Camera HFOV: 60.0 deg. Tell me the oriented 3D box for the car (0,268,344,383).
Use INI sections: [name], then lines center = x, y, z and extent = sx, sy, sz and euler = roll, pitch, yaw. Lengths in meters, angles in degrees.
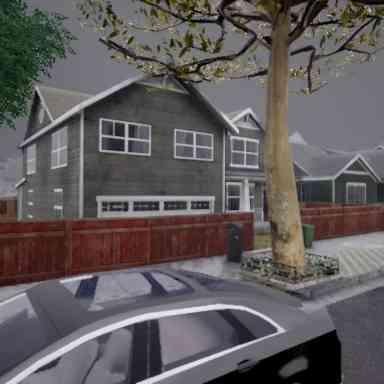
[car]
center = -0.861, 1.493, 2.586
extent = 4.902, 1.511, 2.128
euler = 0, 0, -33
